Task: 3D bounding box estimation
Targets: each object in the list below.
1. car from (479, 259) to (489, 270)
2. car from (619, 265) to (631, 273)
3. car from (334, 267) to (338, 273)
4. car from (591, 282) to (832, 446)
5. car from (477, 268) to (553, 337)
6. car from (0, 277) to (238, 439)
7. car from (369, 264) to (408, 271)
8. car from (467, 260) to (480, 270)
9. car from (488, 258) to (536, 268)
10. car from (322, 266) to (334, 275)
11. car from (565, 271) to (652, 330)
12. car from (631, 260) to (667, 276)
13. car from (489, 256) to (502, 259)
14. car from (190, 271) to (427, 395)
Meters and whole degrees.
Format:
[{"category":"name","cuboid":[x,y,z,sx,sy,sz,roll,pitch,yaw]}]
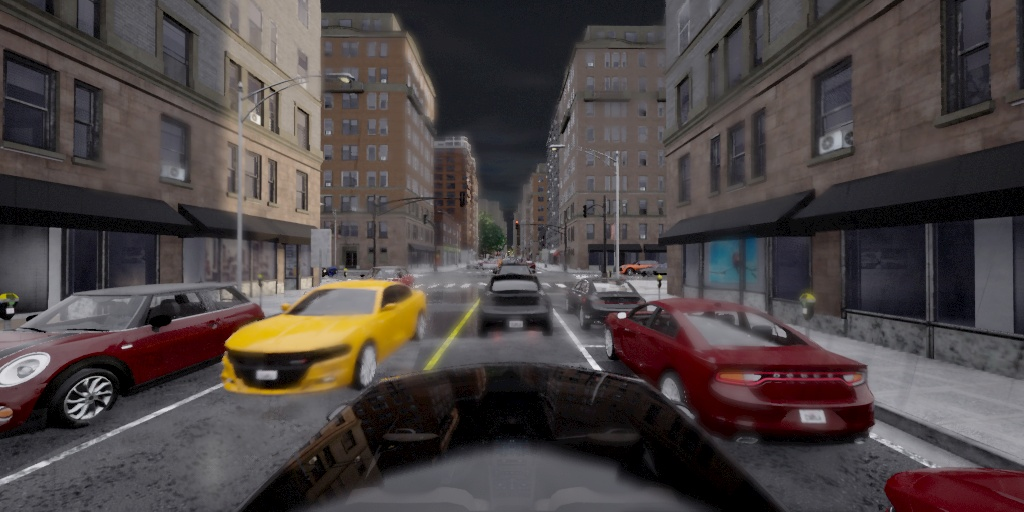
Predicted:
[{"category":"car","cuboid":[-3.104,1.390,50.787,1.895,1.301,4.718,0,0,0]},{"category":"car","cuboid":[14.039,1.221,39.280,4.553,1.767,2.097,0,0,0]},{"category":"car","cuboid":[-18.398,1.151,32.441,5.008,1.535,1.882,0,0,0]},{"category":"car","cuboid":[2.676,1.296,5.417,1.888,1.381,4.507,0,0,0]},{"category":"car","cuboid":[0.060,1.258,10.334,1.837,1.490,4.892,0,0,-1]},{"category":"car","cuboid":[-5.850,1.191,5.426,1.967,1.591,4.097,0,0,0]},{"category":"car","cuboid":[-5.829,1.195,16.413,1.967,1.591,4.097,0,0,0]},{"category":"car","cuboid":[-5.888,1.346,54.774,2.007,1.370,4.403,0,0,0]},{"category":"car","cuboid":[0.127,1.108,17.748,2.097,1.767,4.553,0,0,0]},{"category":"car","cuboid":[-18.009,0.869,29.187,5.566,2.045,2.150,0,0,0]},{"category":"car","cuboid":[2.687,1.303,10.908,2.007,1.370,4.403,0,0,0]},{"category":"car","cuboid":[15.203,1.395,36.019,5.357,1.411,2.033,0,0,0]},{"category":"car","cuboid":[-3.148,1.160,60.759,2.097,1.767,4.553,0,0,0]},{"category":"car","cuboid":[-3.067,1.229,7.017,1.882,1.535,5.008,0,0,0]}]
